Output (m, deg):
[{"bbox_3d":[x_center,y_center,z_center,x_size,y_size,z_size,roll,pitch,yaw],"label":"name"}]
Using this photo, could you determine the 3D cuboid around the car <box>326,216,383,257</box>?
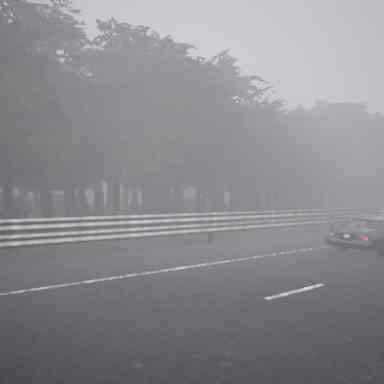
[{"bbox_3d":[7.727,1.700,13.676,5.357,1.411,2.033,1,0,-35],"label":"car"}]
